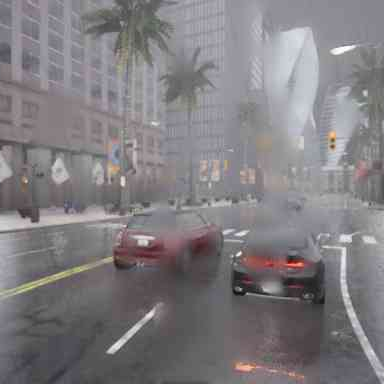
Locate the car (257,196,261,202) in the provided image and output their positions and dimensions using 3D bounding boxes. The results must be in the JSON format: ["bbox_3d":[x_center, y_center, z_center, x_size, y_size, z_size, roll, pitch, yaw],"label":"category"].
[{"bbox_3d":[14.977,1.393,69.305,2.161,1.482,4.786,0,0,24],"label":"car"}]

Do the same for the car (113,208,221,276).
[{"bbox_3d":[-0.501,1.334,10.653,2.097,1.767,4.553,0,0,21],"label":"car"}]

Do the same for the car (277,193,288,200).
[{"bbox_3d":[24.251,1.198,89.178,2.185,1.767,4.553,0,0,24],"label":"car"}]

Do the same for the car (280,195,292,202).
[{"bbox_3d":[21.382,1.420,75.544,1.994,1.385,4.181,0,0,25],"label":"car"}]

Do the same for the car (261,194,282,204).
[{"bbox_3d":[14.850,1.244,61.548,2.097,1.767,4.553,0,0,25],"label":"car"}]

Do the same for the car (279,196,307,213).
[{"bbox_3d":[11.202,1.461,36.661,1.812,1.442,4.674,0,0,25],"label":"car"}]

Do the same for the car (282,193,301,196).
[{"bbox_3d":[18.042,1.399,60.117,1.837,1.490,4.892,0,0,25],"label":"car"}]

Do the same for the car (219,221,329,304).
[{"bbox_3d":[2.276,1.490,8.279,1.837,1.490,4.892,0,0,20],"label":"car"}]
